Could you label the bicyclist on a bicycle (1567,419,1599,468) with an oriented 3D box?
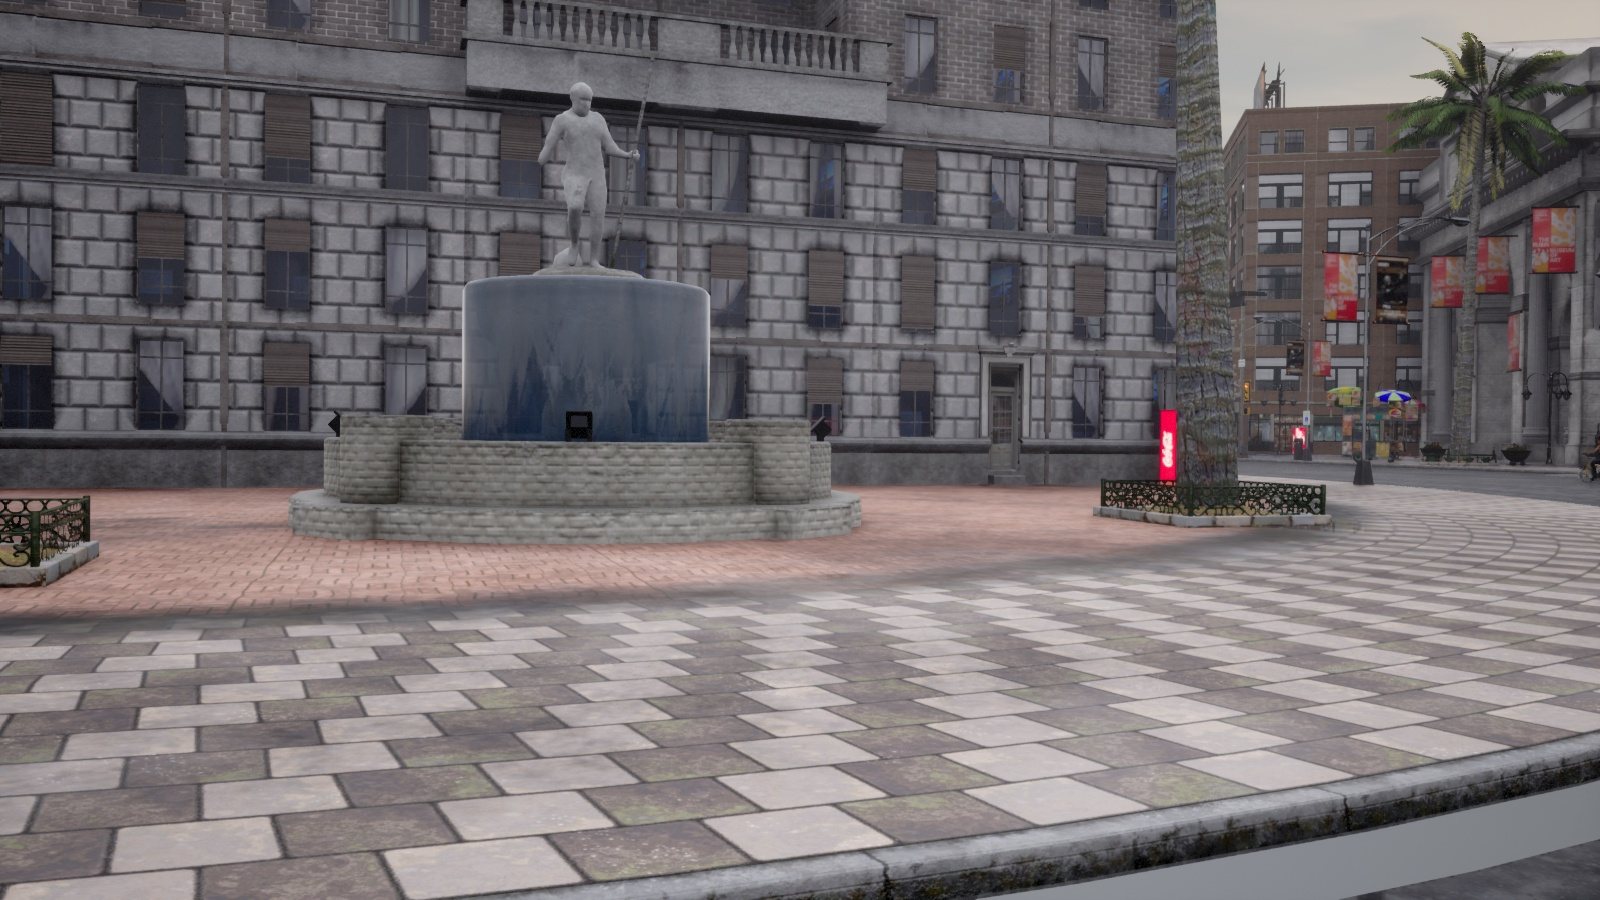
[{"bbox_3d":[26.779,-0.241,42.205,0.866,1.612,1.509,-1,1,-12],"label":"bicyclist on a bicycle"}]
